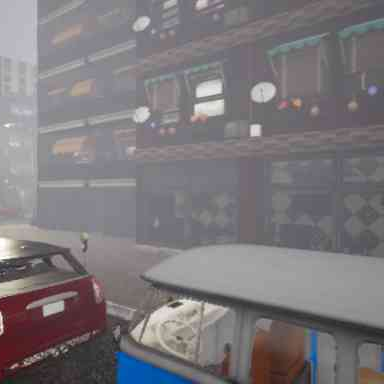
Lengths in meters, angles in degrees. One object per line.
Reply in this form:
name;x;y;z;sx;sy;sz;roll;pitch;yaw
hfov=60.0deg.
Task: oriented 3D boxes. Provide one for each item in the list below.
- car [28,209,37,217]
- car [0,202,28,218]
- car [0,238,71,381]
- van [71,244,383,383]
car;-15.837;2.014;37.115;1.752;1.417;4.829;-1;-2;35
car;-18.895;1.828;32.724;1.967;1.590;4.097;-1;-2;35
car;-3.271;1.451;5.203;4.097;1.590;1.967;0;0;35
van;1.249;1.341;1.981;3.998;1.788;1.690;0;0;35
